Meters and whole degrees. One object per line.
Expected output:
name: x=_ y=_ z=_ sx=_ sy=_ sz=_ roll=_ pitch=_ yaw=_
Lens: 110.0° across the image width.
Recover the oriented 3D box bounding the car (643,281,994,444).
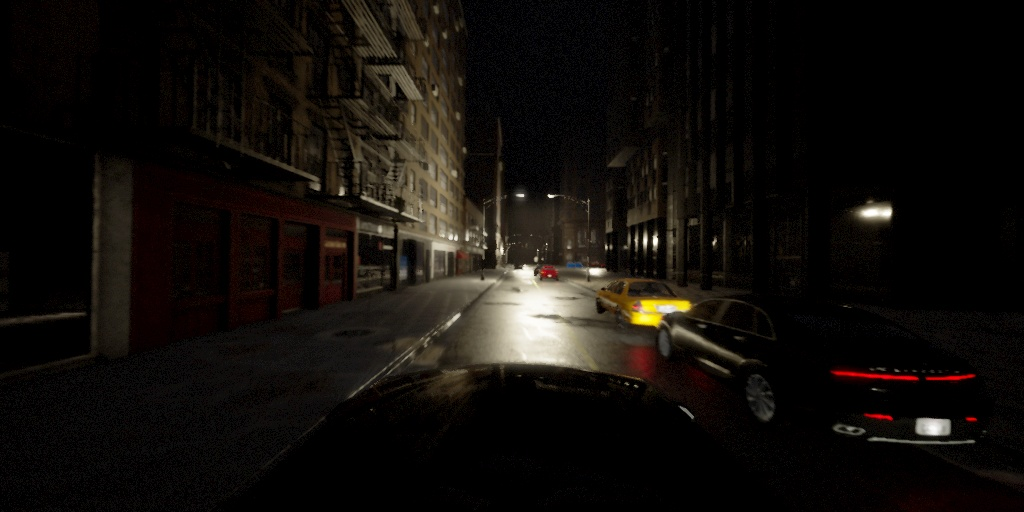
car: x=3.931 y=1.356 z=5.731 sx=1.837 sy=1.490 sz=4.892 roll=1 pitch=-1 yaw=1

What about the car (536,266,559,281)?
car: x=3.692 y=1.763 z=36.549 sx=1.812 sy=1.442 sz=4.674 roll=1 pitch=-1 yaw=2

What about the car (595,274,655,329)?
car: x=4.054 y=1.384 z=11.921 sx=1.801 sy=1.575 sz=5.366 roll=1 pitch=-1 yaw=1

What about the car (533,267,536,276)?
car: x=3.846 y=1.942 z=47.109 sx=1.994 sy=1.385 sz=4.181 roll=1 pitch=-1 yaw=1
